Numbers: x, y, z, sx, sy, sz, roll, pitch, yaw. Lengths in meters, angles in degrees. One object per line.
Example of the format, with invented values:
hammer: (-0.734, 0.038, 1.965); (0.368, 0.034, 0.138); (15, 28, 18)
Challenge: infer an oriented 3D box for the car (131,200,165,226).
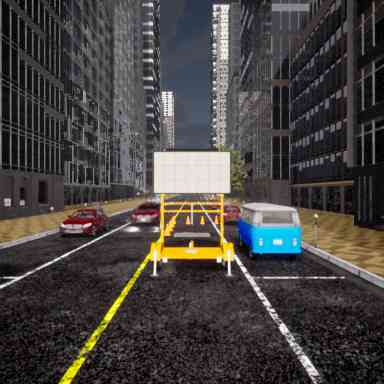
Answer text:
car: (-3.093, 1.520, 23.589); (1.812, 1.442, 4.674); (0, 0, 0)

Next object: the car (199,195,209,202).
car: (2.716, 1.384, 74.904); (1.967, 1.590, 4.097); (0, 0, 0)

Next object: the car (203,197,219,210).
car: (2.704, 1.572, 40.749); (1.802, 1.307, 4.206); (0, 0, 0)

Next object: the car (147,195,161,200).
car: (-5.675, 1.538, 46.448); (2.008, 1.369, 4.403); (0, 0, 0)

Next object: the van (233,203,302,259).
van: (2.694, 1.338, 12.287); (1.690, 1.788, 3.998); (0, 0, 0)

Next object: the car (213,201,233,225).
car: (2.698, 1.576, 23.671); (1.802, 1.307, 4.206); (0, 0, 0)

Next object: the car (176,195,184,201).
car: (-2.973, 1.475, 83.590); (2.033, 1.411, 5.357); (0, 0, 0)

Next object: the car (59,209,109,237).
car: (-5.685, 1.578, 17.985); (1.802, 1.307, 4.206); (0, 0, 0)

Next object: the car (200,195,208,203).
car: (2.708, 1.532, 52.134); (2.008, 1.369, 4.403); (0, 0, 0)

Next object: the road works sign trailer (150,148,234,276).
road works sign trailer: (0.003, 0.462, 10.307); (2.380, 3.560, 2.880); (0, 0, 0)
